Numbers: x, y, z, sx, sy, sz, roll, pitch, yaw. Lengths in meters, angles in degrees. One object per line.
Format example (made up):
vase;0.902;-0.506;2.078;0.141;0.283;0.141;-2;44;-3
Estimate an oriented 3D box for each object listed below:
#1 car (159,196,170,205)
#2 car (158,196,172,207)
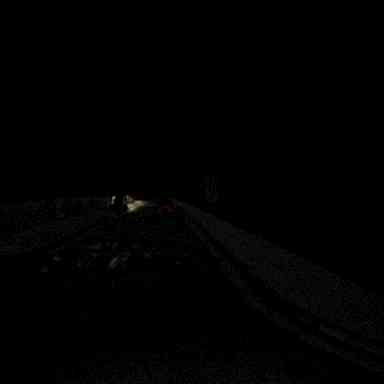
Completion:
car;-4.882;1.458;59.205;1.837;1.490;4.892;0;0;-5
car;-3.968;1.404;48.825;1.882;1.535;5.008;0;0;-5
